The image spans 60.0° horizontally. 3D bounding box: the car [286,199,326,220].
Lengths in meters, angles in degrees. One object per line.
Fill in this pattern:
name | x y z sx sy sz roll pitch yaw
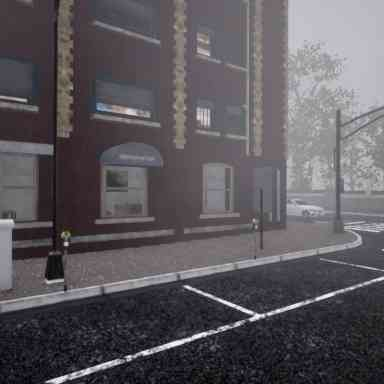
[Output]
car | 8.008 1.254 25.815 1.812 1.442 4.674 0 1 -36
